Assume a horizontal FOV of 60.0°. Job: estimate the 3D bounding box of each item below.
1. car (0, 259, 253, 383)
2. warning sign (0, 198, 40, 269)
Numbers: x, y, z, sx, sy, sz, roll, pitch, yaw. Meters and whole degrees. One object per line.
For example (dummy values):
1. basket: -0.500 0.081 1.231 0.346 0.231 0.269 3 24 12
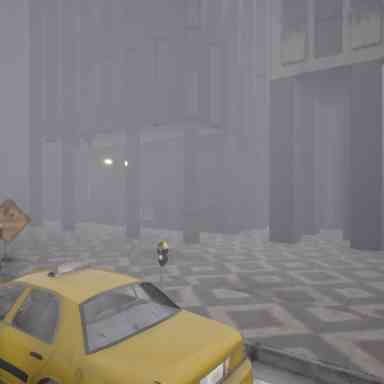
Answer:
1. car: -1.681 1.525 4.160 4.829 1.417 1.752 0 0 36
2. warning sign: -5.291 1.115 9.572 1.060 1.860 1.300 0 0 35
